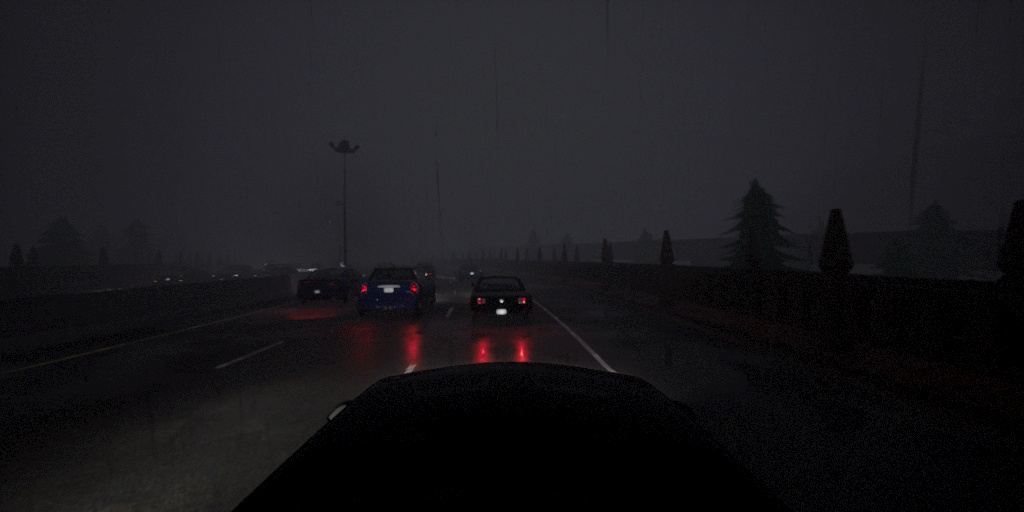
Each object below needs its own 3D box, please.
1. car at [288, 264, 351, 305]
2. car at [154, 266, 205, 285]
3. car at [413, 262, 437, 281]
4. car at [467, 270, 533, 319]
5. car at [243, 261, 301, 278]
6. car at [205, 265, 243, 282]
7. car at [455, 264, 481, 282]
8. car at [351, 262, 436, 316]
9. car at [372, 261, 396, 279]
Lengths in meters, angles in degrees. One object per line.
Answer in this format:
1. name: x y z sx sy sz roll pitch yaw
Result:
1. car: -8.028 1.264 16.591 1.882 1.535 5.008 0 0 -8
2. car: -24.811 1.454 27.169 1.994 1.385 4.181 0 0 -17
3. car: -7.842 1.298 32.027 1.837 1.490 4.892 0 0 -16
4. car: -0.509 1.355 12.784 1.895 1.301 4.718 0 0 -5
5. car: -17.338 1.335 26.457 2.128 1.511 4.902 0 0 -16
6. car: -21.367 1.395 27.863 1.812 1.442 4.674 0 0 -17
7. car: -3.622 1.335 29.863 1.994 1.385 4.181 0 0 -15
8. car: -4.164 1.121 13.621 2.097 1.767 4.553 0 0 -6
9. car: -12.576 1.314 35.360 2.128 1.511 4.902 0 0 -19
